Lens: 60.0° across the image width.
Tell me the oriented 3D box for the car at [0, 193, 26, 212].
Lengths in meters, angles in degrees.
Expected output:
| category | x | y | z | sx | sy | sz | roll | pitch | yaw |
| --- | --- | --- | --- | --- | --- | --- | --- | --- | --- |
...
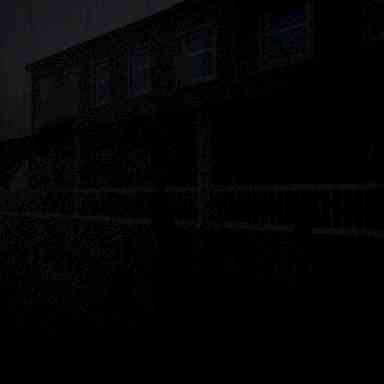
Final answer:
| category | x | y | z | sx | sy | sz | roll | pitch | yaw |
| --- | --- | --- | --- | --- | --- | --- | --- | --- | --- |
| car | -14.940 | 0.944 | 27.892 | 2.097 | 1.767 | 4.553 | 0 | 15 | 34 |
